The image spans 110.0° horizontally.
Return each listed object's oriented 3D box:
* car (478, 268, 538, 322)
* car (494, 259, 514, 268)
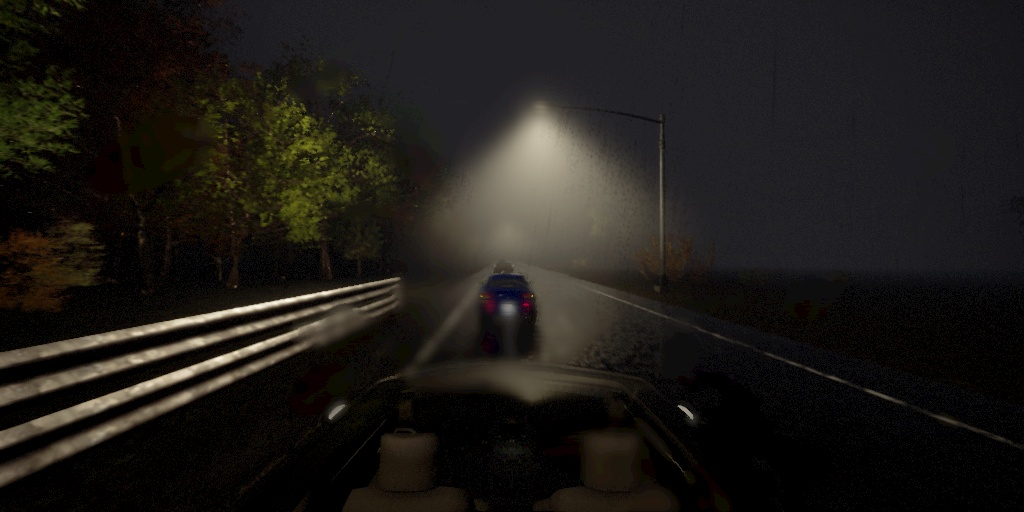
[{"bbox_3d":[-0.158,1.304,12.342,1.812,1.442,4.674,0,0,-2],"label":"car"},{"bbox_3d":[-0.801,1.322,36.163,1.882,1.535,5.008,0,0,-2],"label":"car"}]
